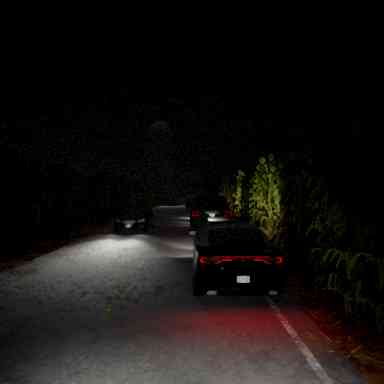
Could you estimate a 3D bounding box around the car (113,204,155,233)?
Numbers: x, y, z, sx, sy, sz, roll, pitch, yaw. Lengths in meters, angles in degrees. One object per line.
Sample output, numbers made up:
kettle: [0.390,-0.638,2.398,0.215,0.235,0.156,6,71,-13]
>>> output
car: [-3.297,1.491,19.710,2.128,1.511,4.902,0,0,0]

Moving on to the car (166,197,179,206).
car: [-3.187,1.477,53.988,1.882,1.535,5.008,0,0,0]

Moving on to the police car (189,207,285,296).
police car: [0.961,1.425,8.798,1.930,1.638,5.238,0,0,0]

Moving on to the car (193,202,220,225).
car: [0.965,1.526,24.688,1.812,1.442,4.674,0,0,0]

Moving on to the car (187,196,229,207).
car: [0.964,1.221,18.718,2.150,2.045,5.566,0,0,0]

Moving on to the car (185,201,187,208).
car: [0.025,1.547,46.780,2.033,1.411,5.357,0,0,1]
